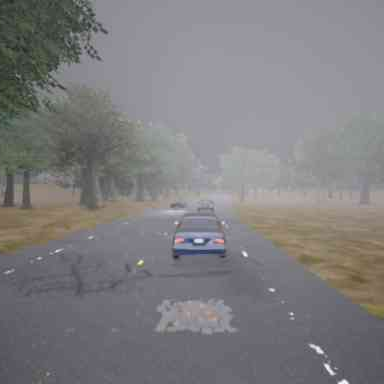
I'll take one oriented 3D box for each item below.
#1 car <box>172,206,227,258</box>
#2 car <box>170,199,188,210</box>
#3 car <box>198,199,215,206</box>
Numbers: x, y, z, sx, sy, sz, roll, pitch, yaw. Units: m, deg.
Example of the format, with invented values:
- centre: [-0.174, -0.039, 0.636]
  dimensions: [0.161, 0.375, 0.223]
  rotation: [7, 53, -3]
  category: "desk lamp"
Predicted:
- centre: [0.291, 1.489, 12.563]
  dimensions: [2.033, 1.411, 5.357]
  rotation: [0, 1, 2]
  category: "car"
- centre: [-1.659, 1.545, 42.903]
  dimensions: [1.895, 1.301, 4.718]
  rotation: [0, 0, 5]
  category: "car"
- centre: [1.572, 1.495, 37.044]
  dimensions: [2.033, 1.411, 5.357]
  rotation: [0, -1, 4]
  category: "car"
